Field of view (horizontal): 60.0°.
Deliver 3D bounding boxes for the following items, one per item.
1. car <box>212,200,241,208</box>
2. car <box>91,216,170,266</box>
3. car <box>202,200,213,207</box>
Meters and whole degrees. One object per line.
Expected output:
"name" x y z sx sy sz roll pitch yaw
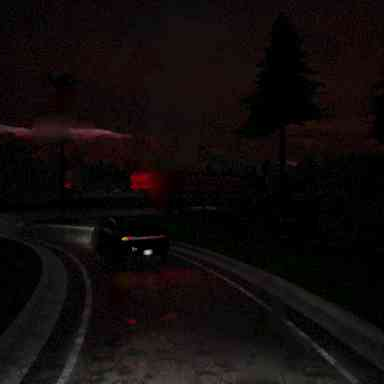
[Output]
"car" 6.592 2.194 60.336 4.718 1.301 1.895 0 -1 -36
"car" -2.401 1.614 12.165 2.128 1.511 4.902 0 -1 -26
"car" 4.388 2.167 63.021 5.357 1.411 2.033 0 -1 -36
